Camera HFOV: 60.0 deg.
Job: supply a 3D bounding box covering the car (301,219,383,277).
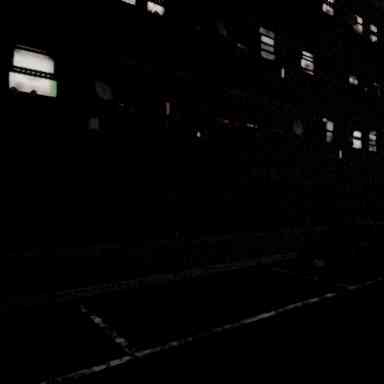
[{"bbox_3d":[5.214,1.551,10.247,4.313,1.339,1.947,0,1,-35],"label":"car"}]
